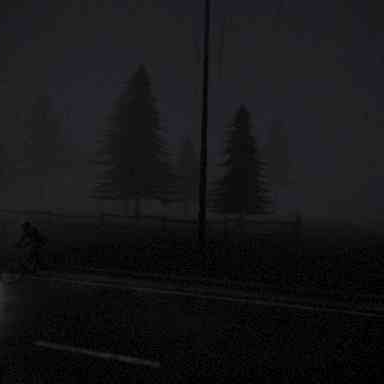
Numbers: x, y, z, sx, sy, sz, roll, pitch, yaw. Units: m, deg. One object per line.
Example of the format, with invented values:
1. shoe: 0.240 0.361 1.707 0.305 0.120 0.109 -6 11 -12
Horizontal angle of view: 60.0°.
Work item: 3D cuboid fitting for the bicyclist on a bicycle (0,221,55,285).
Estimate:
1. bicyclist on a bicycle: -4.420 1.620 9.068 0.582 1.620 1.656 1 -2 29
